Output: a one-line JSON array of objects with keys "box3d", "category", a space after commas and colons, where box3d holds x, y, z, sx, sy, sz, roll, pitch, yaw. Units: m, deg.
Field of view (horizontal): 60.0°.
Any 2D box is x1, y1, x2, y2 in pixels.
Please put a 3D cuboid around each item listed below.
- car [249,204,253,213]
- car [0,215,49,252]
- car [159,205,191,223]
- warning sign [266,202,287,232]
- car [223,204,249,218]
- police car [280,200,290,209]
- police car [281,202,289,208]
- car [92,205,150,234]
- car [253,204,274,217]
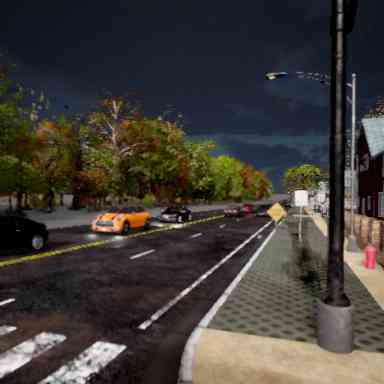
[{"box3d": [8.875, 2.600, 52.534, 1.812, 1.442, 4.674, 1, -1, 18], "category": "car"}, {"box3d": [-7.398, 1.598, 12.341, 1.812, 1.442, 4.674, 1, -1, 18], "category": "car"}, {"box3d": [-1.465, 2.014, 31.034, 1.837, 1.490, 4.892, 1, -1, 18], "category": "car"}, {"box3d": [5.632, 1.616, 22.146, 1.300, 1.860, 1.060, 1, -1, 18], "category": "warning sign"}, {"box3d": [5.226, 2.356, 40.921, 2.033, 1.411, 5.357, 1, -1, 18], "category": "car"}, {"box3d": [21.987, 3.205, 80.000, 1.930, 1.638, 5.238, 1, -1, 18], "category": "police car"}, {"box3d": [25.006, 3.416, 89.531, 1.930, 1.638, 5.238, 1, -1, 18], "category": "police car"}, {"box3d": [-4.467, 1.641, 21.569, 2.097, 1.767, 4.553, 1, -1, 18], "category": "car"}, {"box3d": [9.456, 2.438, 43.350, 1.837, 1.490, 4.892, 1, -1, 18], "category": "car"}]
